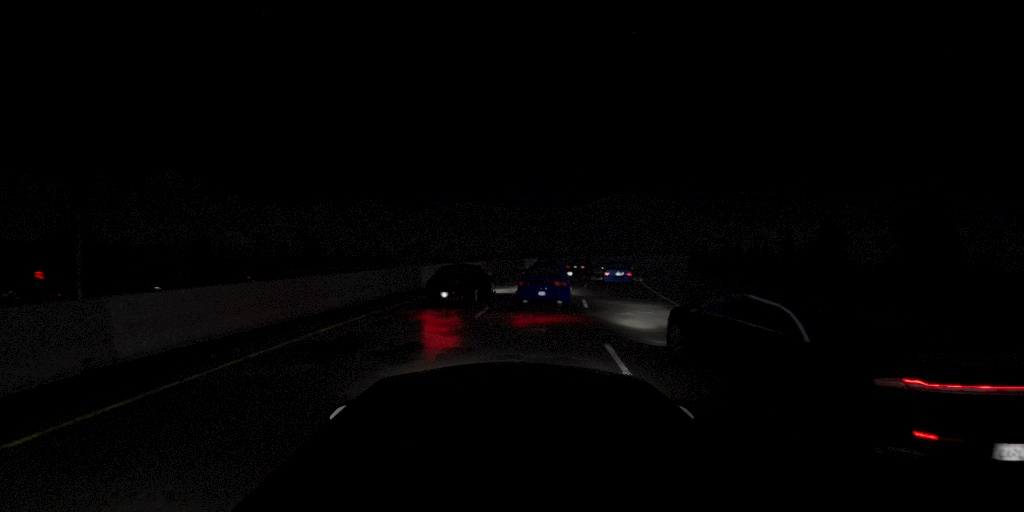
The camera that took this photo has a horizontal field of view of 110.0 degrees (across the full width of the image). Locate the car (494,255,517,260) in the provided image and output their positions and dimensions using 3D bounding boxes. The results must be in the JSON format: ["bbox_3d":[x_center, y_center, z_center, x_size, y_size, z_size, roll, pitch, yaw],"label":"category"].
[{"bbox_3d":[-1.035,0.582,57.125,2.128,1.511,4.902,1,1,32],"label":"car"}]

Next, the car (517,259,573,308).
[{"bbox_3d":[1.402,1.078,14.507,1.882,1.535,5.008,0,1,9],"label":"car"}]

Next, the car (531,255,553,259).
[{"bbox_3d":[3.325,0.893,34.430,1.812,1.442,4.674,0,1,21],"label":"car"}]

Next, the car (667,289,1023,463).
[{"bbox_3d":[3.847,1.208,5.073,2.128,1.511,4.902,0,1,3],"label":"car"}]

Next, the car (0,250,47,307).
[{"bbox_3d":[-17.037,0.846,9.772,2.150,2.045,5.566,0,1,6],"label":"car"}]

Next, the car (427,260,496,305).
[{"bbox_3d":[-2.025,1.091,15.197,1.837,1.490,4.892,0,1,9],"label":"car"}]

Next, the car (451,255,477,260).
[{"bbox_3d":[-4.725,0.718,33.361,2.097,1.767,4.553,0,1,20],"label":"car"}]

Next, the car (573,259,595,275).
[{"bbox_3d":[6.200,0.944,32.355,2.033,1.411,5.357,0,1,21],"label":"car"}]

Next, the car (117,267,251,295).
[{"bbox_3d":[-12.916,1.139,14.518,1.994,1.385,4.181,0,1,9],"label":"car"}]

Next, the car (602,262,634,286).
[{"bbox_3d":[6.775,1.056,22.984,2.033,1.411,5.357,0,1,16],"label":"car"}]
